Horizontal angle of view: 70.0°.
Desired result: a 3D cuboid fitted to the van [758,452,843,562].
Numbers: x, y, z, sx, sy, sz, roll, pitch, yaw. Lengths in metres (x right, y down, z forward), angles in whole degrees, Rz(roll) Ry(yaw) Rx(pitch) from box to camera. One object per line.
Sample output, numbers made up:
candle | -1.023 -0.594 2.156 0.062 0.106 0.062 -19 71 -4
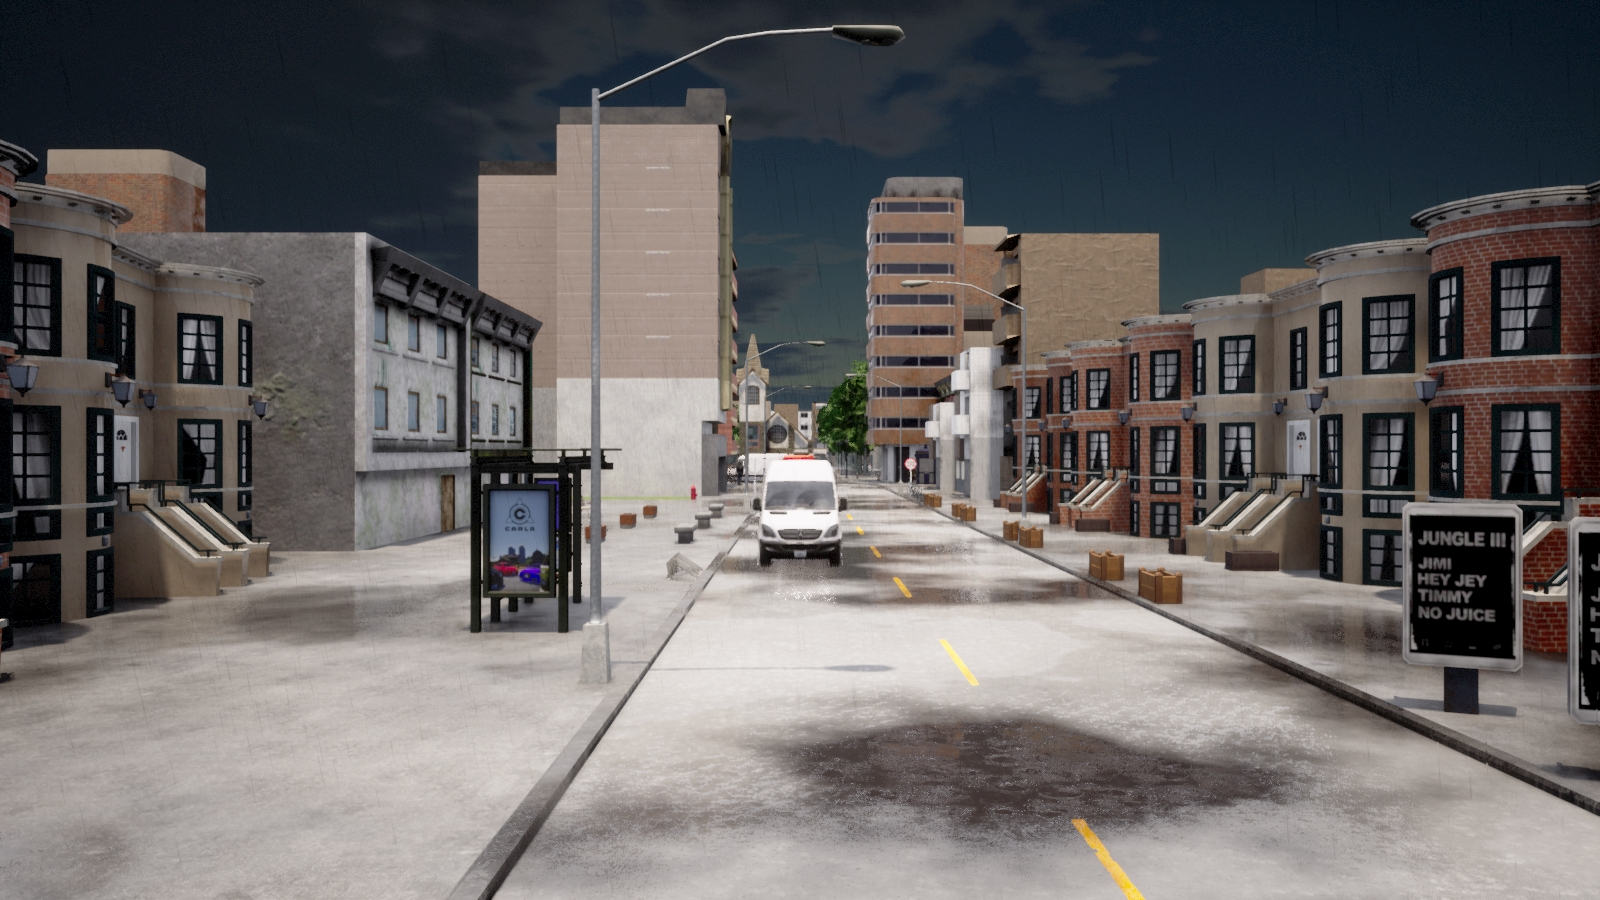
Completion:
van | 0.008 1.326 29.488 1.988 2.561 5.915 0 0 0
